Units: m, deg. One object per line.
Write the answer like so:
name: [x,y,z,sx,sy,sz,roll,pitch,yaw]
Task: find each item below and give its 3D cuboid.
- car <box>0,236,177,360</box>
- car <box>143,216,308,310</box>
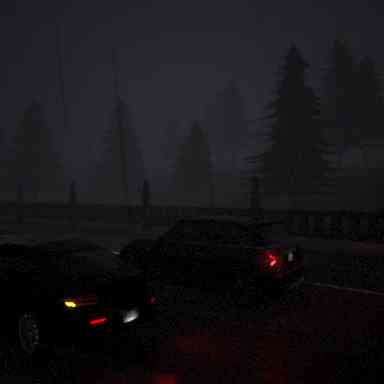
car: [-2.714,1.536,5.931,4.674,1.442,1.812,0,0,36]
car: [0.303,1.360,8.078,4.553,1.767,2.097,0,0,36]
